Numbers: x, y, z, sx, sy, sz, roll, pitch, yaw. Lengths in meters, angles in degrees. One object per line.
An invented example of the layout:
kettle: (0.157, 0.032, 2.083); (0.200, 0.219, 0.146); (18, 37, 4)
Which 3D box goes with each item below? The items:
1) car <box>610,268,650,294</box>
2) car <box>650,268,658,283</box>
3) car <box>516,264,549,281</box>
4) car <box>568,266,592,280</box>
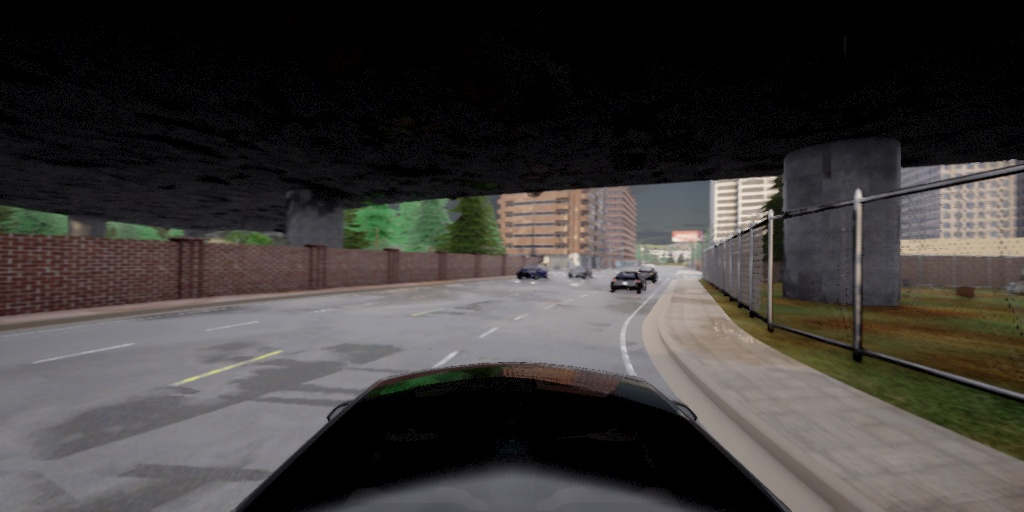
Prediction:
car: (8.042, 1.747, 24.614); (1.994, 1.385, 4.181); (1, -1, 25)
car: (13.926, 1.939, 37.010); (2.128, 1.511, 4.902); (1, -1, 25)
car: (2.141, 1.581, 37.069); (2.097, 1.767, 4.553); (1, -1, 26)
car: (7.764, 1.871, 40.625); (2.128, 1.511, 4.902); (1, -1, 26)
